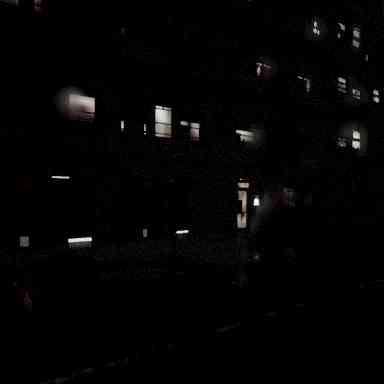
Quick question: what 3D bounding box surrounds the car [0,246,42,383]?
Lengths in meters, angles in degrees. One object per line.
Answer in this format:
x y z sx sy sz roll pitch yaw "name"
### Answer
-4.021 1.440 3.691 4.097 1.590 1.967 0 0 -35 "car"
